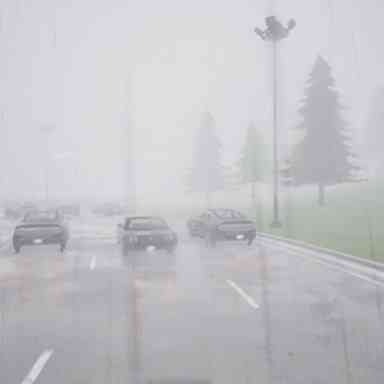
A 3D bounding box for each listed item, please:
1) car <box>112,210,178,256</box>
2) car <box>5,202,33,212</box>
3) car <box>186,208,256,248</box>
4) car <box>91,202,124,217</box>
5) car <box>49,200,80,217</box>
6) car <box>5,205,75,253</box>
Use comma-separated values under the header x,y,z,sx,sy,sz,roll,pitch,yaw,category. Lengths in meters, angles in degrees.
x,y,z,sx,sy,sz,roll,pitch,yaw,category
-2.004,1.615,13.380,1.895,1.301,4.718,0,0,-16,car
-15.033,1.592,29.227,2.128,1.511,4.902,0,0,-40,car
1.128,1.485,14.898,2.128,1.511,4.902,0,0,-16,car
-8.261,1.620,32.361,1.994,1.385,4.181,0,0,-38,car
-12.436,1.561,31.922,1.882,1.535,5.008,0,0,-41,car
-6.247,1.534,14.124,2.128,1.511,4.902,0,0,-19,car
